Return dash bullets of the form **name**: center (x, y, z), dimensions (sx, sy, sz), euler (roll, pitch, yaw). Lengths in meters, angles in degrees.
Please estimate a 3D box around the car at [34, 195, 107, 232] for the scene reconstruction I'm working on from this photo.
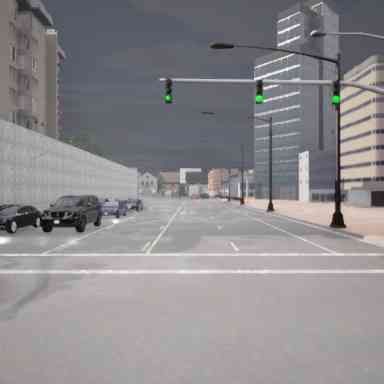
- **car**: center (-7.109, 1.220, 20.238), dimensions (2.150, 2.045, 5.566), euler (0, 0, 0)

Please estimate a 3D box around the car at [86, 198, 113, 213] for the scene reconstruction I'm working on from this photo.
- **car**: center (-10.618, 1.503, 38.491), dimensions (1.837, 1.490, 4.892), euler (0, 0, 0)

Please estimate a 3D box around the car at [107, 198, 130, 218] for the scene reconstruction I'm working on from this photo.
- **car**: center (-7.117, 1.524, 29.878), dimensions (1.812, 1.442, 4.674), euler (0, 0, 0)

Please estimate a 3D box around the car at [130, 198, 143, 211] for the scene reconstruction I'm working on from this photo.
- **car**: center (-7.116, 1.490, 40.221), dimensions (2.128, 1.511, 4.902), euler (0, 0, 0)

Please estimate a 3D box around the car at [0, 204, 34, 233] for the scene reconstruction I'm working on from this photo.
- **car**: center (-10.613, 1.504, 19.605), dimensions (1.837, 1.490, 4.892), euler (0, 0, 0)

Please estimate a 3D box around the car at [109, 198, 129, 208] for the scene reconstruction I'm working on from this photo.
- **car**: center (-10.586, 1.599, 48.551), dimensions (1.895, 1.301, 4.718), euler (0, 0, 0)

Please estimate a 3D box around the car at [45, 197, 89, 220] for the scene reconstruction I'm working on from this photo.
- **car**: center (-10.618, 1.351, 28.673), dimensions (2.097, 1.767, 4.553), euler (0, 0, 0)
